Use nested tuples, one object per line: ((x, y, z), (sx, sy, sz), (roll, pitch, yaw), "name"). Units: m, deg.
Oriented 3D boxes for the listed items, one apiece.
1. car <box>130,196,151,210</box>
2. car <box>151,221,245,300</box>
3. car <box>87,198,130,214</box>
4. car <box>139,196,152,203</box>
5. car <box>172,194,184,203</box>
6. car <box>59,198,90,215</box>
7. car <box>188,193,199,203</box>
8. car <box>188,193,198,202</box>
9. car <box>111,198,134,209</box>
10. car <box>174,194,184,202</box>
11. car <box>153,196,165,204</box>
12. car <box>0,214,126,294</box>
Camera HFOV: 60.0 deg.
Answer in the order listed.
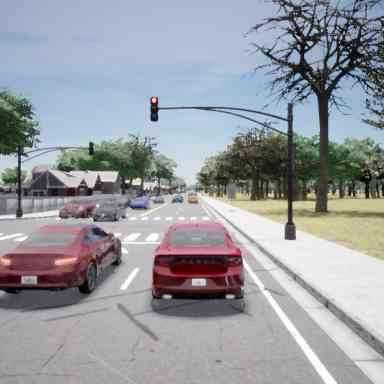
((-6.486, 1.465, 41.897), (1.882, 1.535, 5.008), (0, 0, 0), "car")
((0.120, 1.476, 8.470), (1.882, 1.535, 5.008), (0, 0, 0), "car")
((-6.529, 1.502, 26.663), (1.837, 1.490, 4.892), (0, 0, 0), "car")
((-9.565, 1.511, 68.874), (2.033, 1.411, 5.357), (0, 0, 0), "car")
((-2.969, 1.492, 66.305), (1.812, 1.442, 4.674), (0, 0, 0), "car")
((-9.774, 1.345, 28.867), (2.097, 1.767, 4.553), (0, 0, 0), "car")
((0.276, 1.444, 65.897), (1.882, 1.535, 5.008), (0, 0, 0), "car")
((0.206, 1.182, 76.298), (2.150, 2.045, 5.566), (0, 0, 0), "car")
((-9.721, 1.531, 47.015), (2.033, 1.411, 5.357), (0, 0, 0), "car")
((-3.044, 1.312, 76.271), (2.097, 1.767, 4.553), (0, 0, 0), "car")
((-6.365, 1.516, 64.294), (2.033, 1.411, 5.357), (0, 0, 1), "car")
((-3.127, 1.524, 8.682), (1.812, 1.442, 4.674), (0, 0, 0), "car")
